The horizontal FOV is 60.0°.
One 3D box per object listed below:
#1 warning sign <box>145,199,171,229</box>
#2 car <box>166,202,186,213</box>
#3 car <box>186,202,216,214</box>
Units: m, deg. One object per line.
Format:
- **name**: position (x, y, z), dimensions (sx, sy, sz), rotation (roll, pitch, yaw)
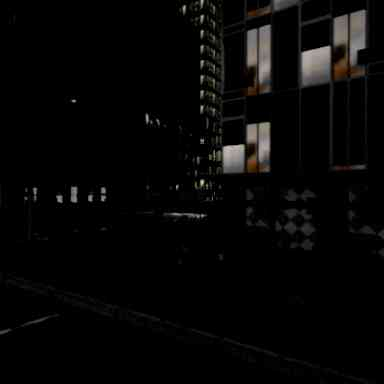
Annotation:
- **warning sign**: position (-2.279, 1.432, 22.402), dimensions (1.300, 1.860, 1.060), rotation (1, 1, 33)
- **car**: position (-1.670, 2.180, 46.825), dimensions (1.812, 1.442, 4.674), rotation (0, -1, 33)
- **car**: position (1.590, 2.185, 45.878), dimensions (1.837, 1.490, 4.892), rotation (0, -1, 33)
